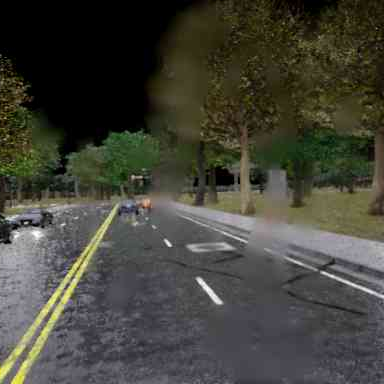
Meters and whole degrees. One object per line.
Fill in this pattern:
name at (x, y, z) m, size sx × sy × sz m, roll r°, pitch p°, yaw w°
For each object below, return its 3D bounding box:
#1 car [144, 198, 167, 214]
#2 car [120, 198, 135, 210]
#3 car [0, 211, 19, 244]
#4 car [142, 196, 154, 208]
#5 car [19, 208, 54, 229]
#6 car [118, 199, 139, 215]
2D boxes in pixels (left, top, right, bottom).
car at (-3.923, 1.640, 37.154) m, size 1.895 × 1.301 × 4.718 m, roll -2°, pitch 0°, yaw -11°
car at (-9.566, 1.722, 49.225) m, size 2.033 × 1.411 × 5.357 m, roll -2°, pitch 0°, yaw -11°
car at (-9.378, 1.620, 14.199) m, size 2.097 × 1.767 × 4.553 m, roll -2°, pitch 0°, yaw -11°
car at (-6.336, 1.423, 49.301) m, size 2.097 × 1.767 × 4.553 m, roll -2°, pitch 0°, yaw -11°
car at (-11.302, 1.872, 23.883) m, size 1.994 × 1.385 × 4.181 m, roll -2°, pitch 0°, yaw -11°
car at (-6.904, 1.488, 35.925) m, size 2.097 × 1.767 × 4.553 m, roll -2°, pitch 0°, yaw -12°
